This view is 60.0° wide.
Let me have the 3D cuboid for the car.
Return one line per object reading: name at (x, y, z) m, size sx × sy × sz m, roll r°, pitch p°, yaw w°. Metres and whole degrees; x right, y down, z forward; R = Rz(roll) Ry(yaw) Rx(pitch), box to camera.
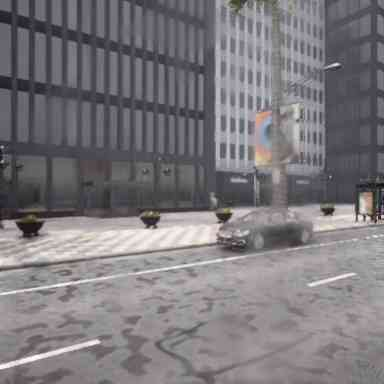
car at (3.243, 1.499, 14.274) m, size 4.892 × 1.521 × 2.231 m, roll 0°, pitch 0°, yaw -35°
